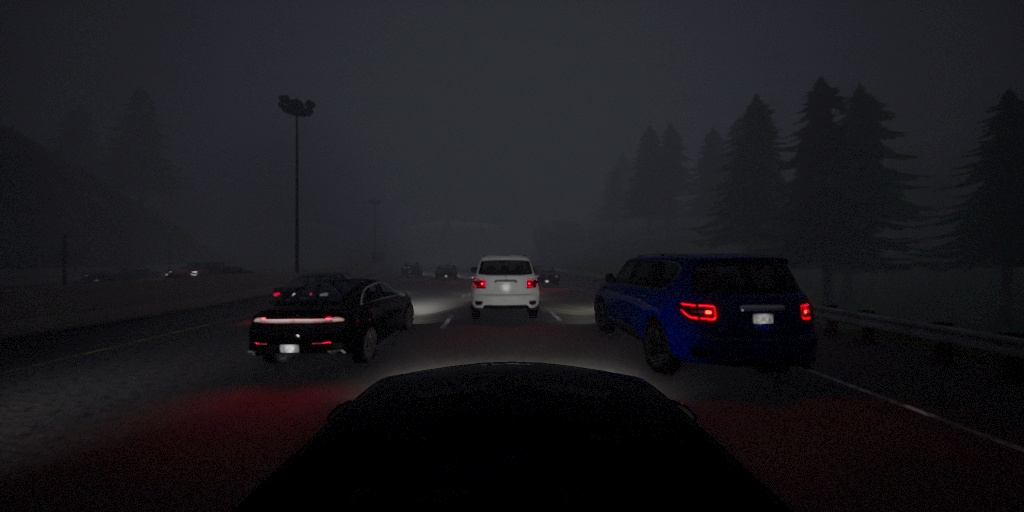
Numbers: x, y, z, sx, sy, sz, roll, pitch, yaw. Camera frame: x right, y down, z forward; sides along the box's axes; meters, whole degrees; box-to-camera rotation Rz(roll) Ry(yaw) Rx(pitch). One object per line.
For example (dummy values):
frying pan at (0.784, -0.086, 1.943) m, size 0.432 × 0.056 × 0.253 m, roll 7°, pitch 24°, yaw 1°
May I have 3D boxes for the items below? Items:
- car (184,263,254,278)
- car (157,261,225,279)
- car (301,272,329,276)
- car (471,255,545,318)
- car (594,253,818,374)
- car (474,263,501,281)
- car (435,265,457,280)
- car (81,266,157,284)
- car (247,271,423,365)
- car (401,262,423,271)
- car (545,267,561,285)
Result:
car at (-19.077, 1.395, 24.013) m, size 1.994 × 1.385 × 4.181 m, roll 0°, pitch 0°, yaw -7°
car at (-22.925, 1.196, 26.437) m, size 2.097 × 1.767 × 4.553 m, roll 0°, pitch 0°, yaw -8°
car at (-7.406, 1.337, 14.452) m, size 2.033 × 1.411 × 5.357 m, roll 0°, pitch 0°, yaw -4°
car at (-0.328, 0.994, 13.216) m, size 2.150 × 2.045 × 5.566 m, roll 0°, pitch 0°, yaw -3°
car at (3.431, 0.976, 7.690) m, size 2.150 × 2.045 × 5.566 m, roll 0°, pitch 0°, yaw -2°
car at (-2.211, 1.375, 31.247) m, size 1.994 × 1.385 × 4.181 m, roll 0°, pitch 0°, yaw -8°
car at (-5.932, 1.422, 32.653) m, size 1.895 × 1.301 × 4.718 m, roll 0°, pitch 0°, yaw -9°
car at (-30.183, 1.462, 27.956) m, size 1.895 × 1.301 × 4.718 m, roll 0°, pitch 0°, yaw -9°
car at (-3.612, 1.261, 8.116) m, size 2.128 × 1.511 × 4.902 m, roll 0°, pitch 0°, yaw -2°
car at (-10.126, 1.328, 36.397) m, size 2.128 × 1.511 × 4.902 m, roll 0°, pitch 0°, yaw -10°
car at (2.052, 1.393, 25.901) m, size 1.895 × 1.301 × 4.718 m, roll 0°, pitch 0°, yaw -7°
